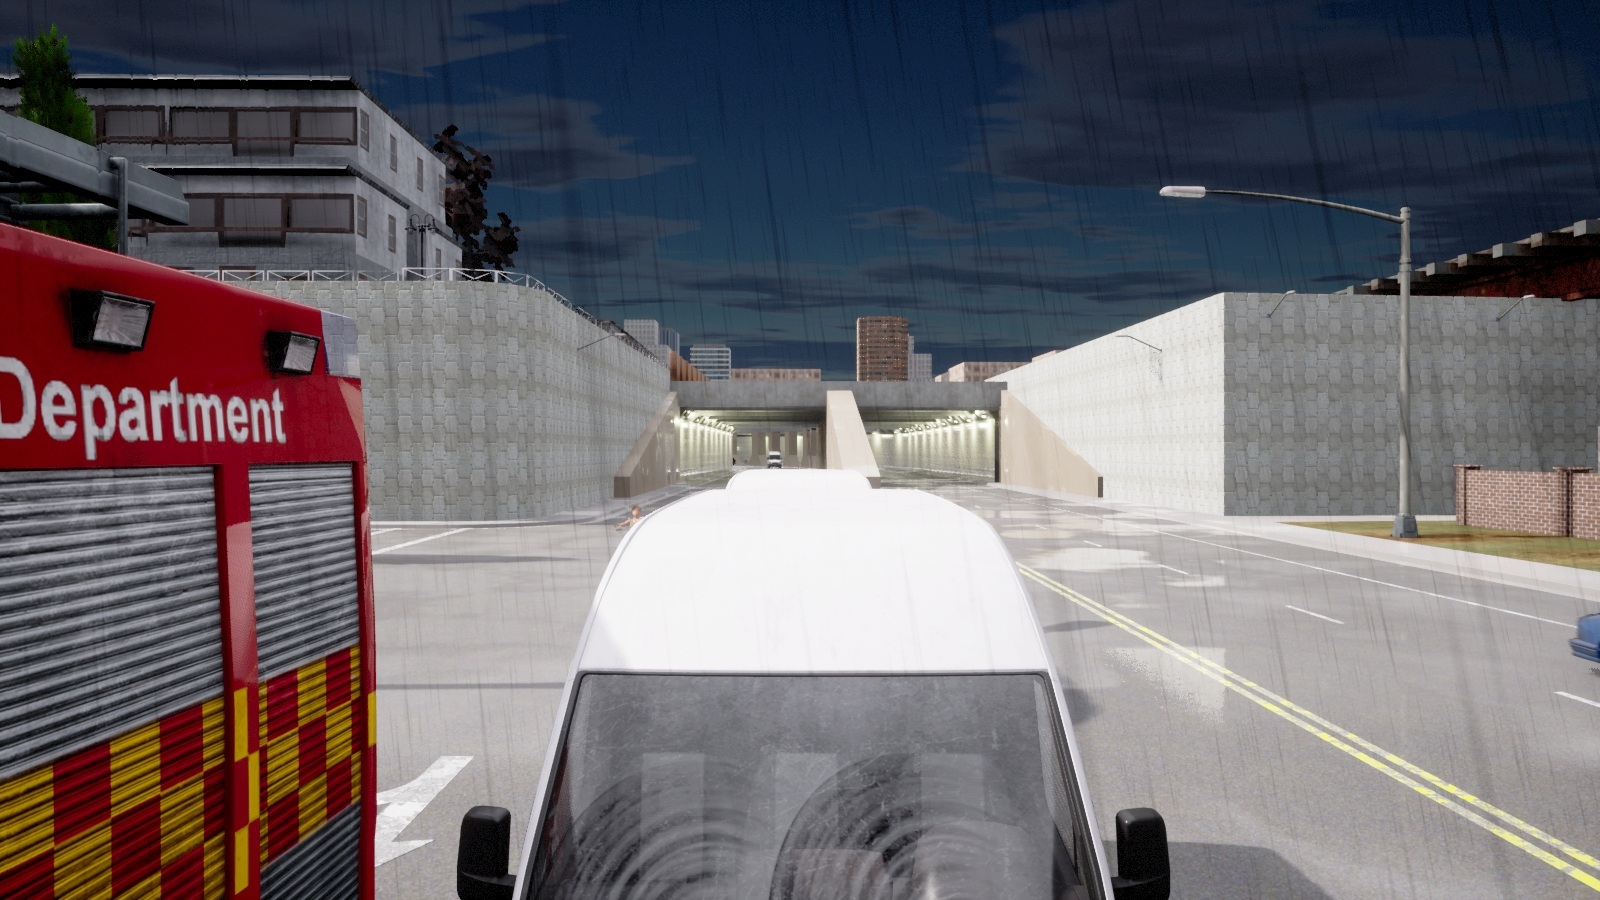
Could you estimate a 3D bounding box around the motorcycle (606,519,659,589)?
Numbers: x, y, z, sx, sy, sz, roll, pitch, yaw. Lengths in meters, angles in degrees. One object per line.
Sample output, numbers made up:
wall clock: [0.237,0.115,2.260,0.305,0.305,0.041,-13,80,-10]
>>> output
motorcycle: [-3.525,2.170,24.214,0.764,1.277,2.356,0,0,0]

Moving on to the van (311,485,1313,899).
van: [0.047,1.534,5.226,1.988,2.561,5.915,0,0,1]

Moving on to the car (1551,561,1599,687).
car: [10.491,2.106,11.729,2.033,1.411,5.357,0,0,0]
